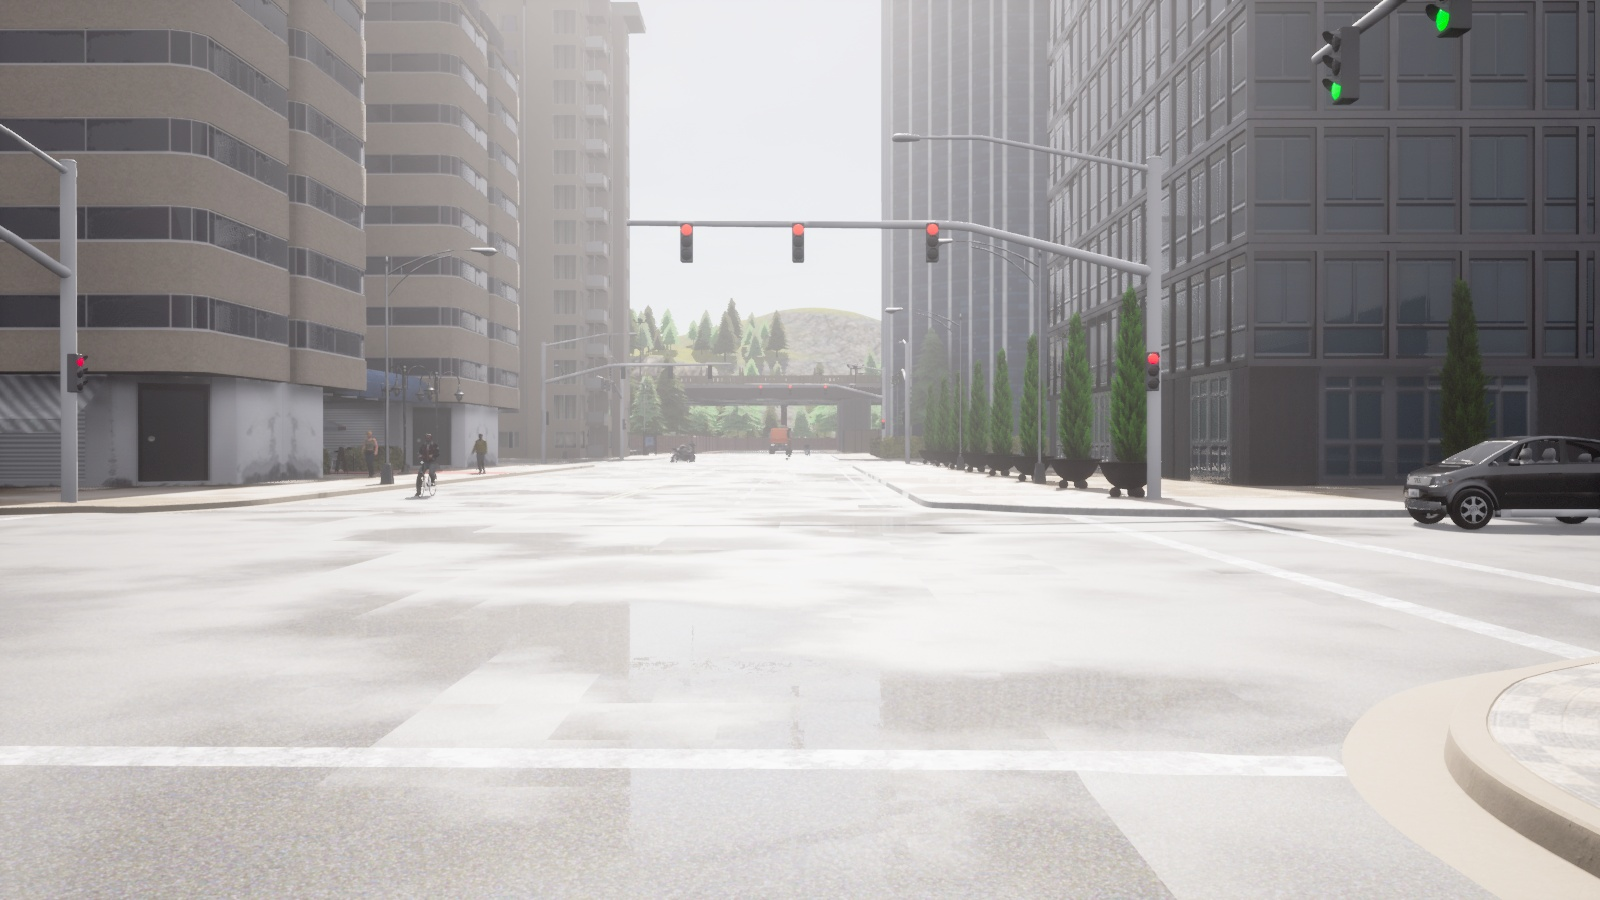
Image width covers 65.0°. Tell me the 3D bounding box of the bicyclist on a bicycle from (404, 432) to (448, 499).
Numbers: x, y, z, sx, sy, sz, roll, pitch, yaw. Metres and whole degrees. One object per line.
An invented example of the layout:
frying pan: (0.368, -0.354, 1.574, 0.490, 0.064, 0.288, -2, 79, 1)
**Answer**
bicyclist on a bicycle: (-10.291, 0.413, 34.589, 0.659, 1.776, 1.843, 0, 0, 0)

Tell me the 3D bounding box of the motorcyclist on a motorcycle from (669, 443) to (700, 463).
motorcyclist on a motorcycle: (-8.685, 0.240, 94.684, 2.191, 1.530, 0.866, 0, 0, -39)

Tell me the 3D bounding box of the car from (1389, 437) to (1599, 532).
car: (12.269, 0.559, 21.319, 3.705, 1.549, 1.789, 0, 0, 1)

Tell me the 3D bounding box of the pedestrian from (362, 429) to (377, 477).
pedestrian: (-16.574, 0.118, 48.365, 0.345, 1.836, 0.594, 0, 0, 5)

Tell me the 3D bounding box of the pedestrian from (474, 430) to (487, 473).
pedestrian: (-13.773, 0.080, 54.137, 0.370, 1.835, 0.726, 0, 0, -1)
